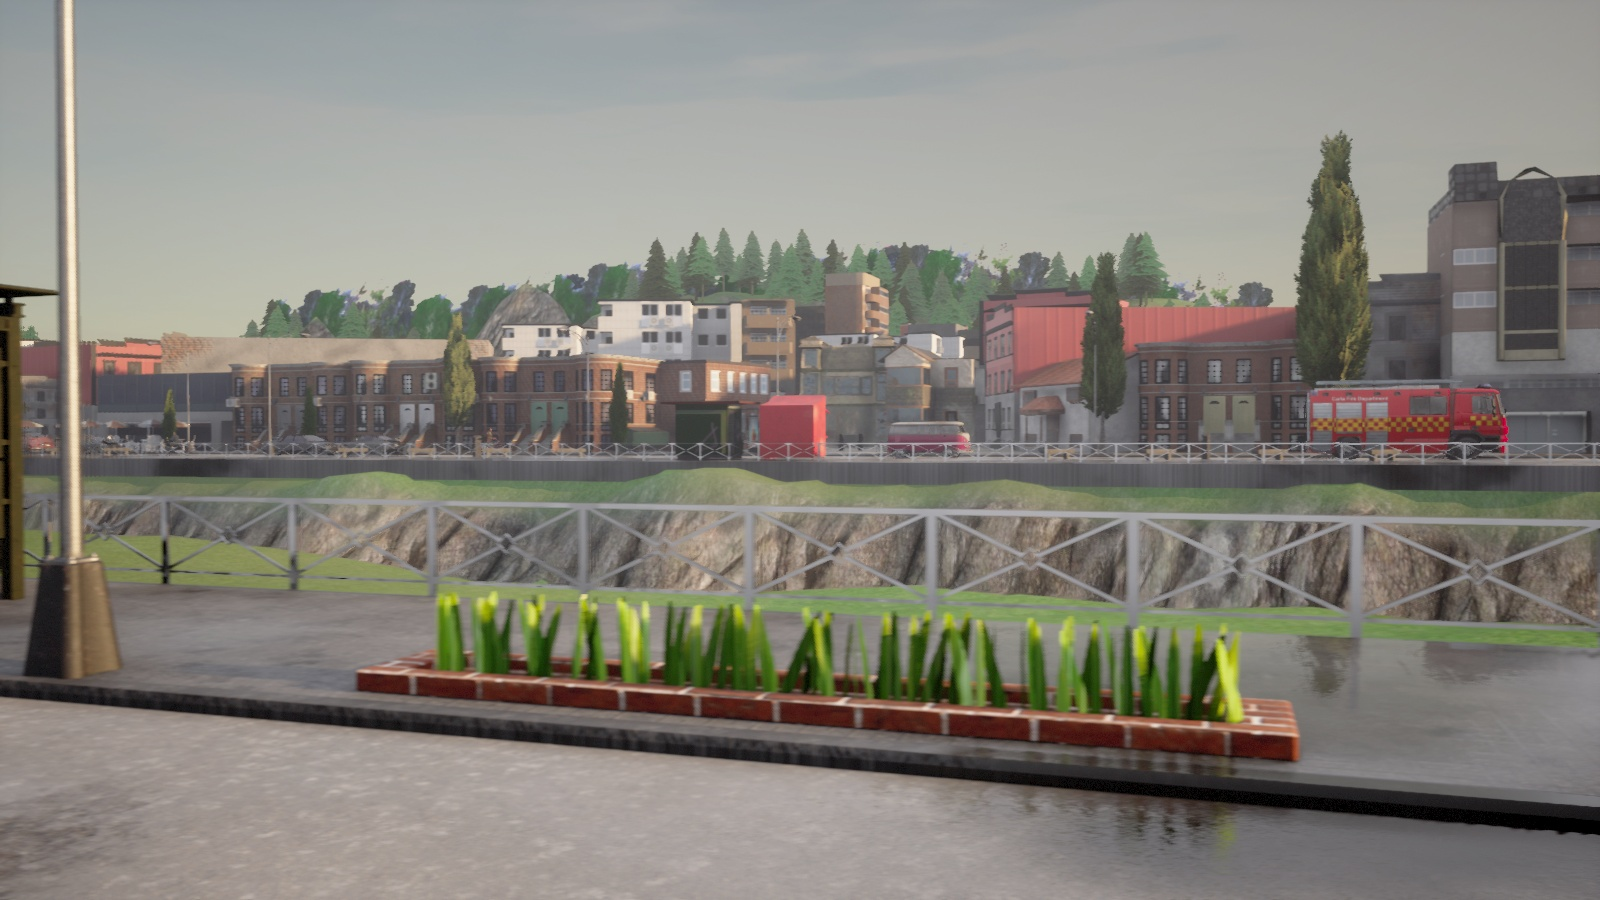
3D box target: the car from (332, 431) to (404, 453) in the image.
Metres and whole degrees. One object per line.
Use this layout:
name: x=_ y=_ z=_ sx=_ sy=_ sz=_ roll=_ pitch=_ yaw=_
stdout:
car: x=-28.402 y=-0.539 z=82.586 sx=4.181 sy=1.385 sz=1.994 roll=1 pitch=1 yaw=19

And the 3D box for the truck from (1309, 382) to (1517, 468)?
truck: x=28.662 y=-1.178 z=59.168 sx=8.468 sy=3.827 sz=2.891 roll=1 pitch=1 yaw=19

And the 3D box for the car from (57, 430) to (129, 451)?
car: x=-47.788 y=-0.649 z=84.882 sx=4.181 sy=1.385 sz=1.994 roll=1 pitch=1 yaw=19

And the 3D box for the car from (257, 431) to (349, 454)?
car: x=-31.381 y=-0.515 z=79.367 sx=5.357 sy=1.411 sz=2.033 roll=1 pitch=1 yaw=19

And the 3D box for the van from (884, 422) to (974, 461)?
van: x=6.851 y=-0.460 z=66.513 sx=4.442 sy=1.987 sz=1.775 roll=1 pitch=1 yaw=19
